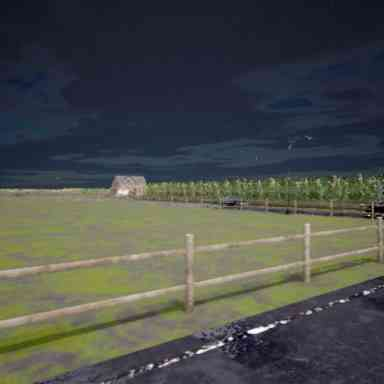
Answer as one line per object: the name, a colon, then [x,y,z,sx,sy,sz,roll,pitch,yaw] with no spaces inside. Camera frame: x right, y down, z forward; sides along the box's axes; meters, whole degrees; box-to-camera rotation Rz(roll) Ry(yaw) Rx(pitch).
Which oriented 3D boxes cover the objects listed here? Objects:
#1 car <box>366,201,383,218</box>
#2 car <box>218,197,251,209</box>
car: [16.946,1.421,27.310,2.128,1.511,4.902,-1,1,-36]
car: [5.443,1.351,42.869,2.128,1.511,4.902,-1,1,-36]
